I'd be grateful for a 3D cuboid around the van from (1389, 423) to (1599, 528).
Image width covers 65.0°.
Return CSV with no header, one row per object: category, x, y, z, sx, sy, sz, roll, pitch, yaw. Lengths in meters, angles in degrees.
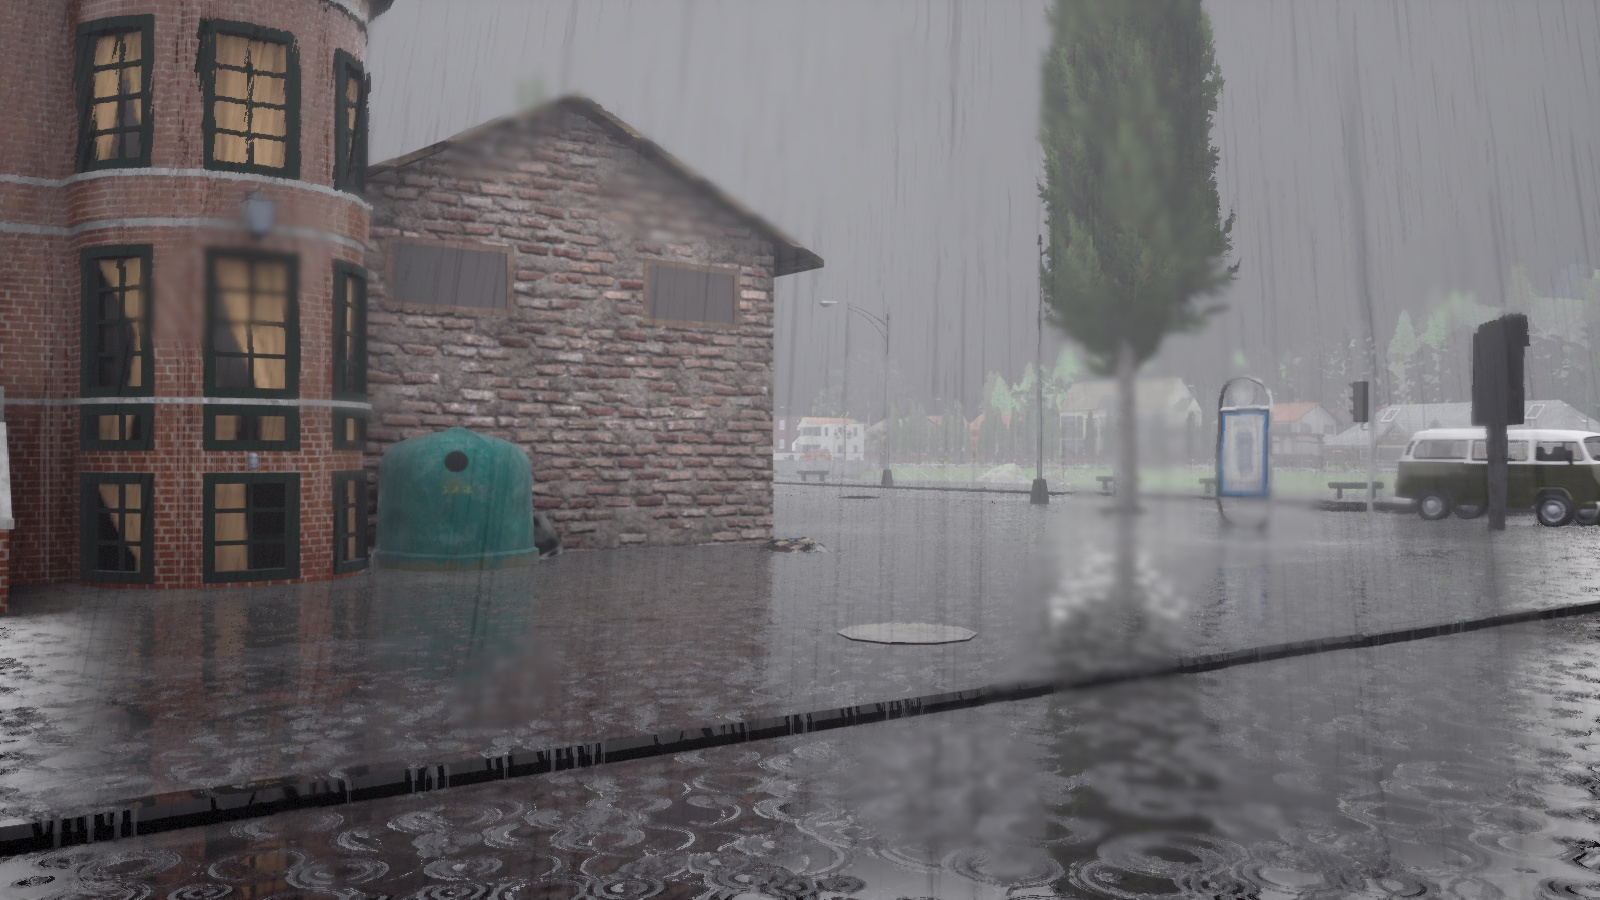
van,15.213,0.501,26.652,2.069,2.038,4.480,0,0,-35
